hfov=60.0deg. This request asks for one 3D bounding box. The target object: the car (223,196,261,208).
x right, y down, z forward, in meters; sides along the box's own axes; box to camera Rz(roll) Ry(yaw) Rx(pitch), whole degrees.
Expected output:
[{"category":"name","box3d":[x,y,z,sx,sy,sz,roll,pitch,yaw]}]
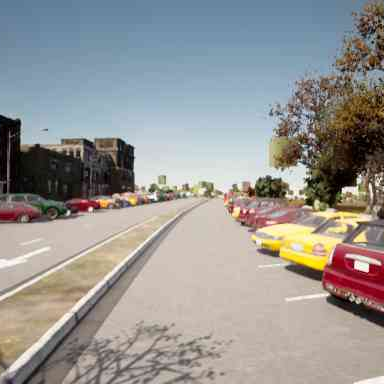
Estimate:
[{"category":"car","box3d":[7.133,1.417,47.675,4.892,1.521,2.231,1,0,-15]}]

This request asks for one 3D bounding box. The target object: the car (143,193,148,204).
[{"category":"car","box3d":[-10.354,1.460,56.152,4.792,1.488,2.163,-1,0,-14]}]

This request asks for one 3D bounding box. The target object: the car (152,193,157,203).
[{"category":"car","box3d":[-9.722,1.430,62.152,5.008,1.535,2.097,-1,0,-14]}]

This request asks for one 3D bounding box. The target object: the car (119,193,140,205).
[{"category":"car","box3d":[-11.095,1.429,50.112,5.366,1.575,1.946,-1,0,-15]}]

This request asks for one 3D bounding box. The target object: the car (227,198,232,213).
[{"category":"car","box3d":[5.609,1.422,24.088,5.366,1.575,1.946,1,0,-17]}]

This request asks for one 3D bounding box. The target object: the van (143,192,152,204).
[{"category":"van","box3d":[-9.916,1.203,59.192,4.442,1.987,1.878,-1,0,-14]}]

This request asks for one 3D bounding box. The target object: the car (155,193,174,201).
[{"category":"car","box3d":[-7.239,1.303,86.075,4.553,1.767,2.185,-1,0,-14]}]

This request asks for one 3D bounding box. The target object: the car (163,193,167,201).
[{"category":"car","box3d":[-8.834,1.178,71.107,5.566,2.045,2.435,-1,0,-14]}]

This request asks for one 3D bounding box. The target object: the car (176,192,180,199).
[{"category":"car","box3d":[-6.642,1.429,92.063,5.008,1.535,2.097,-1,0,-14]}]

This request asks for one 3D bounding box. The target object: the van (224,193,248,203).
[{"category":"van","box3d":[9.091,1.184,68.362,4.442,1.987,1.878,1,0,-14]}]

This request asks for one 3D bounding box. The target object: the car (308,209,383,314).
[{"category":"car","box3d":[4.851,1.303,6.263,4.553,1.767,2.185,1,0,-19]}]

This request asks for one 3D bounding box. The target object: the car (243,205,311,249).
[{"category":"car","box3d":[4.823,1.421,12.130,5.366,1.575,1.946,1,0,-18]}]

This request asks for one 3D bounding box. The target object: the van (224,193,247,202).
[{"category":"van","box3d":[9.389,1.183,71.325,4.442,1.987,1.878,1,0,-14]}]

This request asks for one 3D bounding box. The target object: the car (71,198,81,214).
[{"category":"car","box3d":[-12.595,1.424,29.095,5.008,1.535,2.097,-1,0,-17]}]

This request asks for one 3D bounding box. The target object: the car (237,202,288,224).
[{"category":"car","box3d":[5.174,1.465,18.114,4.674,1.452,2.002,1,0,-18]}]

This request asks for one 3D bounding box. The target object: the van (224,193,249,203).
[{"category":"van","box3d":[8.792,1.184,65.399,4.442,1.987,1.878,1,0,-14]}]

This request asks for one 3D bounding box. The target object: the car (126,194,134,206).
[{"category":"car","box3d":[-11.209,1.429,47.166,5.008,1.535,2.097,-1,0,-15]}]

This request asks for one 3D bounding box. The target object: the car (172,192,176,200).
[{"category":"car","box3d":[-7.559,1.177,83.095,5.566,2.045,2.435,-1,0,-14]}]

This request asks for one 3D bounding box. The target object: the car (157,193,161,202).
[{"category":"car","box3d":[-9.444,1.179,65.130,5.566,2.045,2.435,-1,0,-14]}]

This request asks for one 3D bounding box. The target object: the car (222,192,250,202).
[{"category":"car","box3d":[9.830,1.159,74.326,5.566,2.045,2.435,1,0,-14]}]

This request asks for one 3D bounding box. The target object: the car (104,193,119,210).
[{"category":"car","box3d":[-11.704,1.302,41.147,4.553,1.767,2.185,-1,0,-16]}]

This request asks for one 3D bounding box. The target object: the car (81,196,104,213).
[{"category":"car","box3d":[-12.189,1.425,35.119,5.008,1.535,2.097,-1,0,-16]}]

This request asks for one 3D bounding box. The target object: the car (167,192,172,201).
[{"category":"car","box3d":[-8.173,1.177,77.112,5.566,2.045,2.435,-1,0,-14]}]

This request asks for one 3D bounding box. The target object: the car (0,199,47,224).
[{"category":"car","box3d":[-12.907,1.461,23.055,4.674,1.452,2.002,-1,0,-18]}]

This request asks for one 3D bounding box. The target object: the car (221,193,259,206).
[{"category":"car","box3d":[7.737,1.163,53.598,5.566,2.045,2.435,1,0,-14]}]

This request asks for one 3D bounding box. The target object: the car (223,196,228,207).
[{"category":"car","box3d":[5.750,1.421,29.946,5.008,1.535,2.097,1,0,-16]}]

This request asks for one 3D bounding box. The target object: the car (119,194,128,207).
[{"category":"car","box3d":[-11.458,1.429,44.157,4.892,1.521,2.231,-1,0,-15]}]

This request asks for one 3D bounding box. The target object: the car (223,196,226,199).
[{"category":"car","box3d":[5.916,1.449,32.886,4.792,1.488,2.163,1,0,-16]}]

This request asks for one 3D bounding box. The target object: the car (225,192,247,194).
[{"category":"car","box3d":[6.842,1.291,44.712,4.553,1.767,2.185,1,0,-15]}]

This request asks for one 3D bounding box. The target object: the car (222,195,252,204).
[{"category":"car","box3d":[8.421,1.407,62.423,5.366,1.575,1.946,1,0,-14]}]

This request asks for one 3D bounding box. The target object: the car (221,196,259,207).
[{"category":"car","box3d":[7.241,1.410,50.580,5.366,1.575,1.946,1,0,-14]}]

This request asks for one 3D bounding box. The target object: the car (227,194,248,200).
[{"category":"car","box3d":[5.618,1.297,26.993,4.553,1.767,2.185,1,0,-17]}]

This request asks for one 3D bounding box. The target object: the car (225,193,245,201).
[{"category":"car","box3d":[10.737,1.282,83.205,4.553,1.767,2.185,1,0,-14]}]

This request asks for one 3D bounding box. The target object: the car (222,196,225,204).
[{"category":"car","box3d":[6.183,1.449,35.869,4.792,1.488,2.163,1,0,-16]}]

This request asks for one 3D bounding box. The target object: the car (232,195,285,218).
[{"category":"car","box3d":[5.268,1.298,21.065,4.553,1.767,2.185,1,0,-17]}]

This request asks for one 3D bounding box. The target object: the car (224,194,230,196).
[{"category":"car","box3d":[6.607,1.417,41.765,5.008,1.535,2.097,1,0,-15]}]

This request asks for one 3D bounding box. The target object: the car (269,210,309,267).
[{"category":"car","box3d":[5.106,1.427,9.293,5.366,1.575,1.946,1,0,-19]}]

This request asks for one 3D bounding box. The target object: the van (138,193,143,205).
[{"category":"van","box3d":[-10.516,1.202,53.197,4.442,1.987,1.878,-1,0,-14]}]

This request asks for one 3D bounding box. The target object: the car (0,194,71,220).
[{"category":"car","box3d":[-12.737,1.171,26.090,5.566,2.045,2.435,-1,0,-17]}]

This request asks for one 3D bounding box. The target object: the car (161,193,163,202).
[{"category":"car","box3d":[-9.113,1.429,68.131,5.008,1.535,2.097,-1,0,-14]}]
